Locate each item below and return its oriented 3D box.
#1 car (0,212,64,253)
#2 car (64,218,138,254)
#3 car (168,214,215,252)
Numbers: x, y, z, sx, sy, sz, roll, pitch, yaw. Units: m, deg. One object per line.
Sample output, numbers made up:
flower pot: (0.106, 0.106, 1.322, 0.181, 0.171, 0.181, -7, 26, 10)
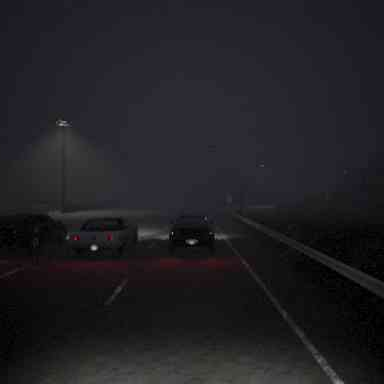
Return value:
car: (-7.006, 1.642, 14.327, 1.837, 1.490, 4.892, 0, 0, 0)
car: (-3.507, 1.733, 14.133, 1.895, 1.301, 4.718, 0, 0, 0)
car: (-0.005, 1.661, 14.435, 1.812, 1.442, 4.674, 0, 0, 0)
